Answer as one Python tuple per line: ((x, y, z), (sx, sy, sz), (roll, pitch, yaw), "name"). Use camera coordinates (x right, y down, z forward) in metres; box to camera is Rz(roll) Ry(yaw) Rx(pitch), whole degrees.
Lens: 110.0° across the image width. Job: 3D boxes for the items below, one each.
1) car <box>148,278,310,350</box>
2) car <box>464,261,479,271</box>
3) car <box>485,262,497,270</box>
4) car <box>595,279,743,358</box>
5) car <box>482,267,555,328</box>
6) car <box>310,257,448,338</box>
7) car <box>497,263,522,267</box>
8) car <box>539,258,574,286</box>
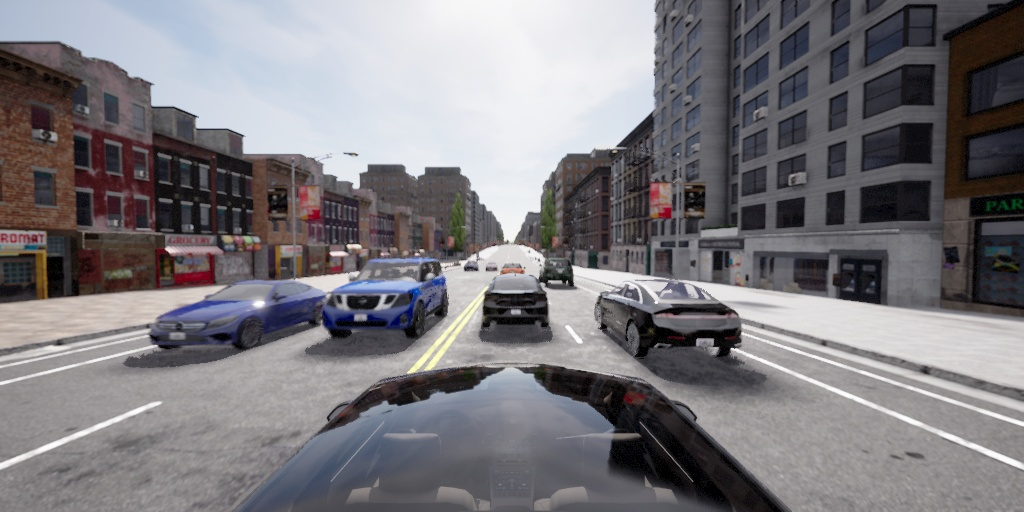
((-6.598, 1.340, 9.400), (1.812, 1.442, 4.674), (0, -1, 0), "car")
((-6.504, 1.550, 57.861), (2.097, 1.767, 4.553), (0, 0, 0), "car")
((-3.252, 1.729, 57.882), (1.812, 1.442, 4.674), (0, -1, 0), "car")
((3.348, 1.301, 8.643), (2.128, 1.511, 4.902), (0, 0, 0), "car")
((0.099, 1.314, 11.782), (1.882, 1.535, 5.008), (0, 0, 0), "car")
((-3.361, 1.049, 10.777), (2.150, 2.045, 5.566), (0, -1, 0), "car")
((0.087, 1.350, 30.673), (2.097, 1.767, 4.553), (0, -1, 1), "car")
((3.348, 1.196, 27.595), (2.150, 2.045, 5.566), (0, 0, 0), "car")
